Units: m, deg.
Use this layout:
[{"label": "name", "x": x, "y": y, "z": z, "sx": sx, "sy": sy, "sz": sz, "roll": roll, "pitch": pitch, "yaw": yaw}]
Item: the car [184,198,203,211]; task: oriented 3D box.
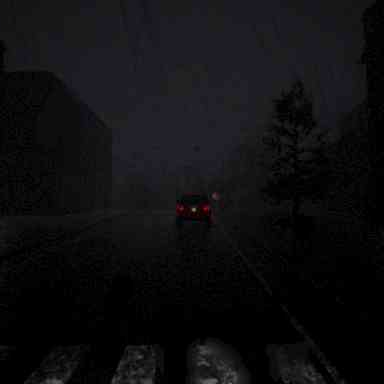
[{"label": "car", "x": 0.131, "y": 1.463, "z": 39.660, "sx": 2.128, "sy": 1.511, "sz": 4.902, "roll": 0, "pitch": -1, "yaw": 0}]

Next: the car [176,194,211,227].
[{"label": "car", "x": 0.116, "y": 1.156, "z": 22.313, "sx": 2.150, "sy": 2.045, "sz": 5.566, "roll": 0, "pitch": 0, "yaw": 0}]
